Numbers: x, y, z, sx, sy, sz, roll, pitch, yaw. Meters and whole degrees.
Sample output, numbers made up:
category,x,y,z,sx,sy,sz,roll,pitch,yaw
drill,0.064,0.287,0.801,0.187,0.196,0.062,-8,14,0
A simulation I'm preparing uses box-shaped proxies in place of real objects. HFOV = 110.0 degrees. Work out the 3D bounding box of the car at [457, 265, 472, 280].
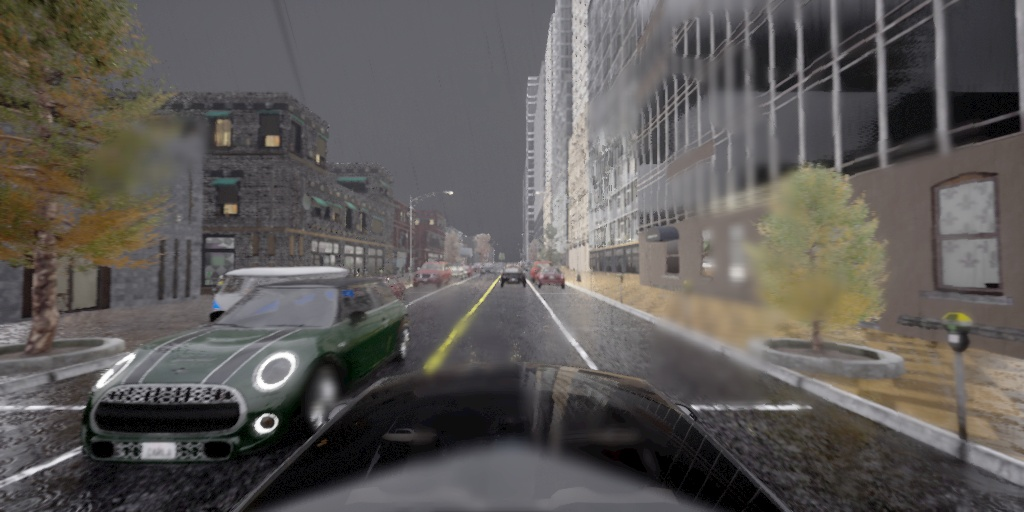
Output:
category,x,y,z,sx,sy,sz,roll,pitch,yaw
car,-5.691,1.724,37.572,2.007,1.370,4.403,0,0,0

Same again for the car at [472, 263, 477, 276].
category,x,y,z,sx,sy,sz,roll,pitch,yaw
car,-5.691,1.786,43.215,1.888,1.381,4.507,0,0,0

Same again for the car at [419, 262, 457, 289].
category,x,y,z,sx,sy,sz,roll,pitch,yaw
car,-5.690,1.355,26.285,2.192,1.841,5.009,0,0,0

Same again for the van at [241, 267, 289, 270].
category,x,y,z,sx,sy,sz,roll,pitch,yaw
van,-5.690,1.181,9.354,1.690,1.789,3.998,0,0,0

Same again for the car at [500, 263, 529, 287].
category,x,y,z,sx,sy,sz,roll,pitch,yaw
car,0.092,1.536,27.791,1.882,1.535,5.008,0,-1,0

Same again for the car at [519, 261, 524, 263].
category,x,y,z,sx,sy,sz,roll,pitch,yaw
car,0.087,1.702,41.846,1.882,1.535,5.008,0,-1,0

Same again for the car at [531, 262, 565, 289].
category,x,y,z,sx,sy,sz,roll,pitch,yaw
car,2.690,1.480,26.230,1.967,1.591,4.097,0,0,0

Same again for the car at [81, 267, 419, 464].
category,x,y,z,sx,sy,sz,roll,pitch,yaw
car,-3.100,1.146,5.405,2.097,1.767,4.553,0,-1,0

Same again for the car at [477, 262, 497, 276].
category,x,y,z,sx,sy,sz,roll,pitch,yaw
car,-3.067,1.855,47.393,1.994,1.385,4.181,0,-1,0

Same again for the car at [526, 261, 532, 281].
category,x,y,z,sx,sy,sz,roll,pitch,yaw
car,2.690,1.421,31.873,2.192,1.841,5.009,0,0,0
